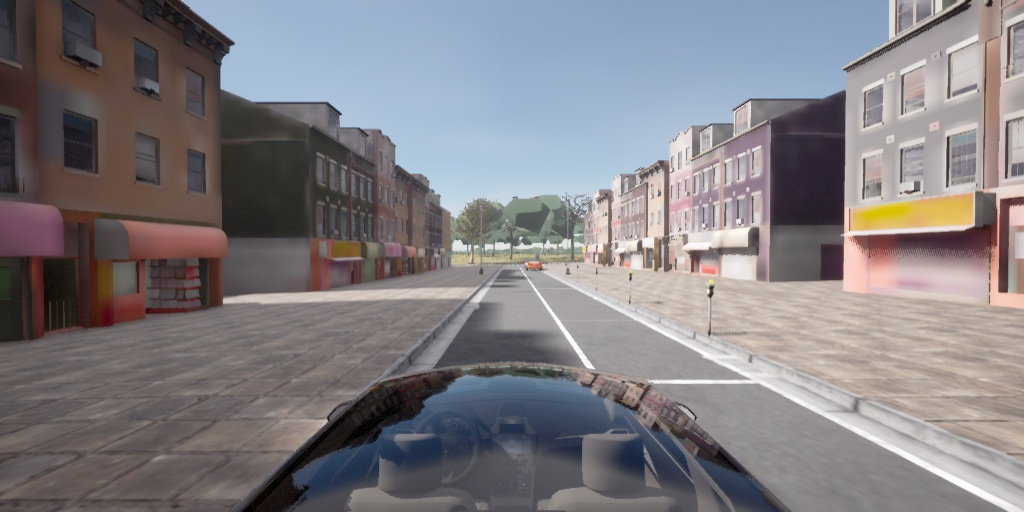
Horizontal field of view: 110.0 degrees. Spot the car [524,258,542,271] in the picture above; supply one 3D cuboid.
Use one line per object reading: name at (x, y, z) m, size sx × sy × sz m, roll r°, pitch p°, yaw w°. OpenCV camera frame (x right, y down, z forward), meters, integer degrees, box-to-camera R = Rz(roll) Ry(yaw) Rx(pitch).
car at (2.988, 1.112, 49.766) m, size 2.097 × 1.767 × 4.553 m, roll 0°, pitch 0°, yaw 0°
